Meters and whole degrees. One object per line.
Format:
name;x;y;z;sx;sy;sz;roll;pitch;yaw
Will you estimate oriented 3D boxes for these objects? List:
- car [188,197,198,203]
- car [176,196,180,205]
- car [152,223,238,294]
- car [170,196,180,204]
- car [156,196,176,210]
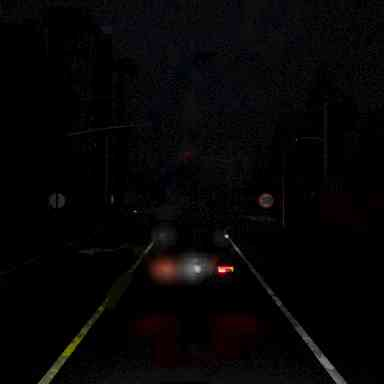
car;0.219;1.600;69.713;1.895;1.301;4.718;0;0;0
car;-3.493;1.506;54.824;1.837;1.490;4.892;0;0;0
car;0.074;1.547;8.941;2.033;1.411;5.357;0;0;0
car;-3.406;1.506;66.898;1.837;1.490;4.892;0;0;0
car;-3.523;1.548;42.897;2.033;1.411;5.357;0;0;0
